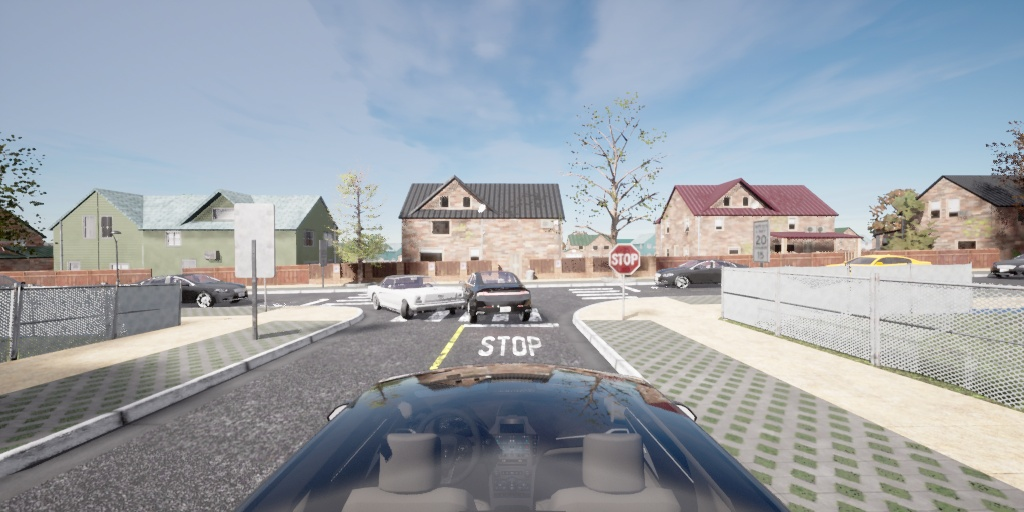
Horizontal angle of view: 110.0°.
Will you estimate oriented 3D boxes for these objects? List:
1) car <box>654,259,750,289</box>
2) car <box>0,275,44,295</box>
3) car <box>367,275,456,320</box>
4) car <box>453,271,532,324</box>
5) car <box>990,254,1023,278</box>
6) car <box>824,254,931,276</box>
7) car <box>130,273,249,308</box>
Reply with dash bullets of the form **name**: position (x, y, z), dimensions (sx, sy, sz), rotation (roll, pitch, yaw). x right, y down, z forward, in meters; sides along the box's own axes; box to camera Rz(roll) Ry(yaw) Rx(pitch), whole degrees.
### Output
- **car**: position (10.331, 0.926, 19.545), dimensions (4.902, 1.511, 2.128), rotation (-1, 1, 0)
- **car**: position (-24.239, 1.648, 16.451), dimensions (4.553, 1.767, 2.097), rotation (-1, 1, 0)
- **car**: position (-3.601, 1.368, 12.996), dimensions (1.895, 1.301, 4.718), rotation (0, 0, -38)
- **car**: position (-0.685, 1.243, 12.137), dimensions (2.128, 1.511, 4.902), rotation (0, 0, -12)
- **car**: position (29.386, 0.478, 19.618), dimensions (4.902, 1.511, 2.128), rotation (-1, 1, 0)
- **car**: position (19.761, 0.690, 19.582), dimensions (5.008, 1.535, 1.882), rotation (-1, 1, -1)
- **car**: position (-14.902, 1.566, 16.491), dimensions (4.902, 1.511, 2.128), rotation (-1, 1, 0)
